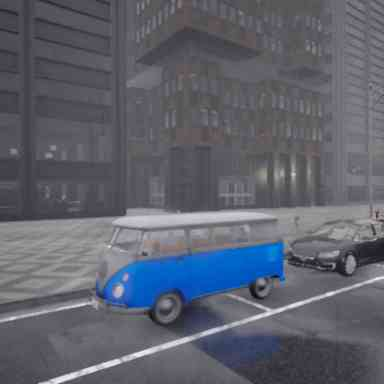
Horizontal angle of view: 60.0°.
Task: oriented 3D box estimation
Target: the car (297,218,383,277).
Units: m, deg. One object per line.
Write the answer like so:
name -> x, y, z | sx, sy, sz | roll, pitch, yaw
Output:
car -> 4.700, 1.514, 10.003 | 4.403, 1.369, 2.008 | 0, 0, -35

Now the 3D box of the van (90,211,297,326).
van -> 0.107, 1.326, 6.728 | 3.998, 1.788, 1.690 | 0, 0, -35
